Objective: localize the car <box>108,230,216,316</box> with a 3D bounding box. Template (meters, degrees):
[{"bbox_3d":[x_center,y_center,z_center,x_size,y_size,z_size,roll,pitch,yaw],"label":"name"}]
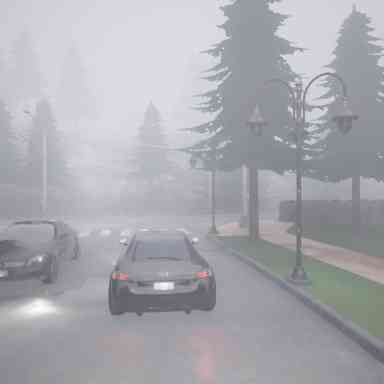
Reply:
[{"bbox_3d":[-0.724,1.564,7.631,1.994,1.385,4.181,0,0,-7],"label":"car"}]

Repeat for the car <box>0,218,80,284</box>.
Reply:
[{"bbox_3d":[-4.481,1.526,9.572,1.812,1.442,4.674,0,0,-7],"label":"car"}]
